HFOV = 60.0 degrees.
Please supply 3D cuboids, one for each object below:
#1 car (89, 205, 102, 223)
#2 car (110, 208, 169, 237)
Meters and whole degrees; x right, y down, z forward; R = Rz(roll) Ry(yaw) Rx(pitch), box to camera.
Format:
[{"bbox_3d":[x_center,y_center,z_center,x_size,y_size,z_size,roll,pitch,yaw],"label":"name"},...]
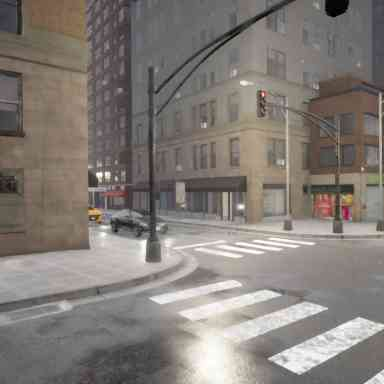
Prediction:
[{"bbox_3d":[-8.939,1.732,26.976,1.882,1.535,5.008,-1,0,-37],"label":"car"},{"bbox_3d":[-3.224,1.695,19.473,1.812,1.442,4.674,-1,0,-38],"label":"car"}]
